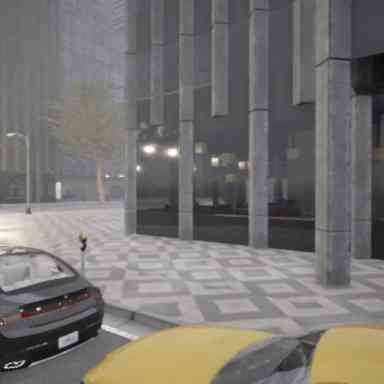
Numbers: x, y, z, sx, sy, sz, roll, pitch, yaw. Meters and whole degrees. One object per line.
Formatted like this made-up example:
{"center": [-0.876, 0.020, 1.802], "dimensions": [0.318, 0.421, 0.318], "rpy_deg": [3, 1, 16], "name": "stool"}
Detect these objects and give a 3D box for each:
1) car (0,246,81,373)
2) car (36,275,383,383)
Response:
{"center": [-3.269, 1.547, 5.292], "dimensions": [4.403, 1.369, 2.008], "rpy_deg": [0, 0, 35], "name": "car"}
{"center": [1.185, 1.525, 2.116], "dimensions": [4.829, 1.417, 1.752], "rpy_deg": [0, 0, 35], "name": "car"}
